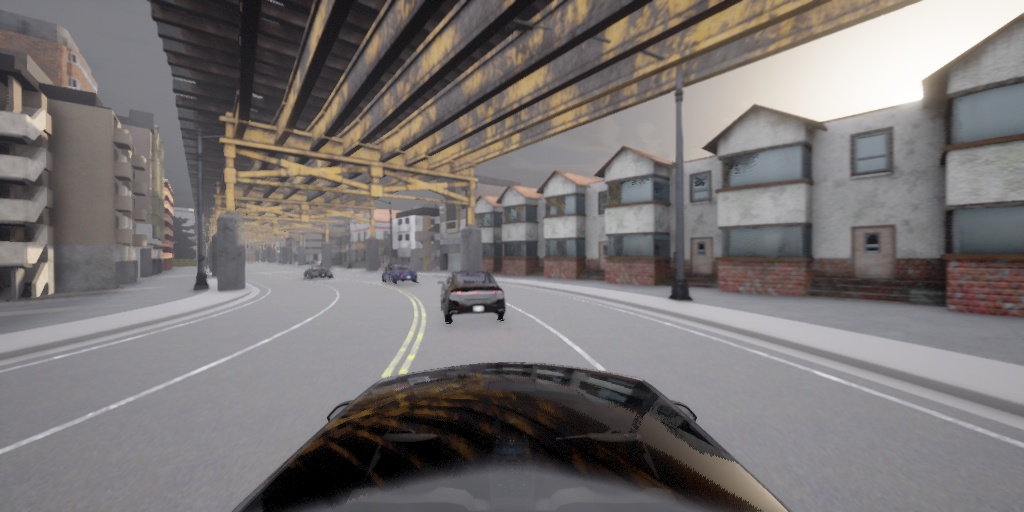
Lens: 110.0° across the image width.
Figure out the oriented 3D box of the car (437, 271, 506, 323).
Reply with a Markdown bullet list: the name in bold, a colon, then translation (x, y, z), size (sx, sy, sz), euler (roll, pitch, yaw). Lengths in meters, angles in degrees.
- **car**: translation (-1.472, 1.263, 12.297), size (2.128, 1.511, 4.902), euler (0, 0, -13)

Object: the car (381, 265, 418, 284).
- **car**: translation (-9.094, 1.457, 28.894), size (1.812, 1.442, 4.674), euler (0, 0, -35)

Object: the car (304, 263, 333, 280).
- **car**: translation (-19.381, 1.666, 35.840), size (1.994, 1.385, 4.181), euler (-1, 0, -41)
